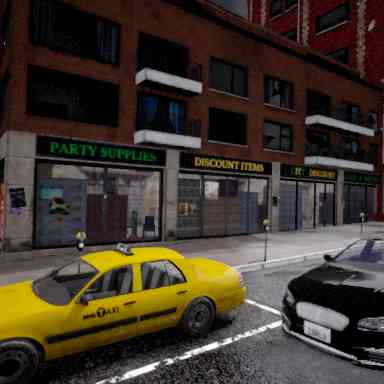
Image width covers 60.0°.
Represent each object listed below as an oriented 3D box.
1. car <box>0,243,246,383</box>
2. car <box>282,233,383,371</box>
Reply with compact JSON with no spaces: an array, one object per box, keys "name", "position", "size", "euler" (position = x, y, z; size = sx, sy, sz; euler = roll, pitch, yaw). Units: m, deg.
[{"name":"car","position":[-1.309,1.527,5.138],"size":[4.829,1.417,1.752],"euler":[0,2,-35]},{"name":"car","position":[3.568,1.496,5.607],"size":[4.902,1.511,2.128],"euler":[0,0,-35]}]
